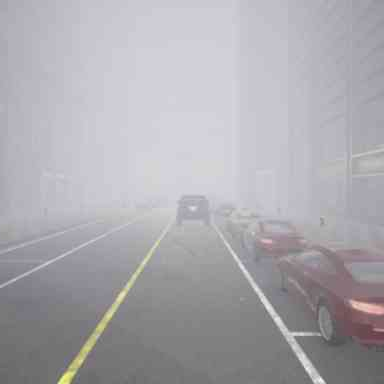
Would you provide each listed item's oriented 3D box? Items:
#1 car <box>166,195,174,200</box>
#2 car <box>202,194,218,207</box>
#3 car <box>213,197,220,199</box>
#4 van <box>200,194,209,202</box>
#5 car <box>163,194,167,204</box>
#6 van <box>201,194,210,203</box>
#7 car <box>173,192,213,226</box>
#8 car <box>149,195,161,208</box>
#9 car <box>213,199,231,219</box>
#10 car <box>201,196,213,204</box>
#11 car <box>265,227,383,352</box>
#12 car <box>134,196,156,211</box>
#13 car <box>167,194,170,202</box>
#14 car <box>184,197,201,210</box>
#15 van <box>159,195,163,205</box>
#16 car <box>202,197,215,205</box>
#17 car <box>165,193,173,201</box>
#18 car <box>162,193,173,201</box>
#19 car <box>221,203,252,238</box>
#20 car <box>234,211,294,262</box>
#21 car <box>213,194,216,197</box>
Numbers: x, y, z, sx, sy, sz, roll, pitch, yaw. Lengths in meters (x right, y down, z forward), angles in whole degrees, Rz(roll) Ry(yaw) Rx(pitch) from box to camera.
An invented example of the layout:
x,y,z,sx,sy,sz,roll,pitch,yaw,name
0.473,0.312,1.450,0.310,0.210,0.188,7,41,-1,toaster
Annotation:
x,y,z,sx,sy,sz,roll,pitch,yaw,name
-5.832,1.440,90.294,1.887,1.381,4.507,0,0,0,car
2.723,1.247,50.988,2.192,1.841,5.009,0,0,0,car
2.736,1.496,34.132,1.887,1.381,4.507,0,0,0,car
2.706,1.250,73.463,1.690,1.788,3.998,0,0,0,van
-5.806,1.471,56.584,1.887,1.381,4.507,0,0,0,car
2.710,1.256,67.845,1.690,1.788,3.998,0,0,0,van
0.081,1.186,23.350,2.150,2.045,5.566,0,0,0,car
-5.797,1.505,45.348,1.947,1.339,4.313,0,0,0,car
2.741,1.524,28.514,1.947,1.339,4.313,0,0,0,car
2.715,1.471,62.226,2.008,1.369,4.403,0,0,0,car
2.758,1.571,6.039,1.802,1.307,4.206,0,0,0,car
-5.793,1.527,39.729,1.802,1.307,4.206,0,0,0,car
-5.810,1.486,62.203,1.947,1.339,4.313,0,0,0,car
0.068,1.431,43.239,2.128,1.511,4.902,0,0,0,car
-5.802,1.273,50.966,1.690,1.788,3.998,0,0,0,van
2.719,1.492,56.608,1.947,1.339,4.313,0,0,0,car
-5.819,1.491,73.439,1.802,1.307,4.206,0,0,0,car
-5.823,1.219,79.057,2.192,1.841,5.009,0,0,0,car
2.749,1.497,17.446,1.752,1.417,4.829,0,0,0,car
2.754,1.562,11.657,1.802,1.307,4.206,0,0,0,car
2.732,1.385,39.751,1.967,1.590,4.097,0,0,0,car
